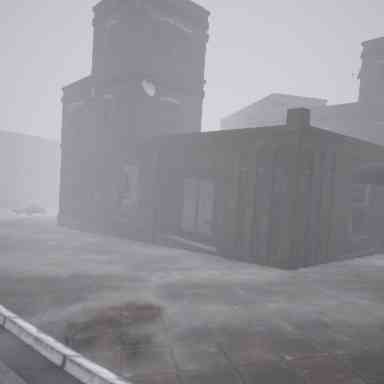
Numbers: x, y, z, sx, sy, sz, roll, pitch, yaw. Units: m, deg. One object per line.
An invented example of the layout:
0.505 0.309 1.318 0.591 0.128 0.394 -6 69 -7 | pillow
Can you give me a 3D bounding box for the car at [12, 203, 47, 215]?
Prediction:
-20.216 2.130 41.602 2.033 1.411 5.357 4 -2 3 | car
